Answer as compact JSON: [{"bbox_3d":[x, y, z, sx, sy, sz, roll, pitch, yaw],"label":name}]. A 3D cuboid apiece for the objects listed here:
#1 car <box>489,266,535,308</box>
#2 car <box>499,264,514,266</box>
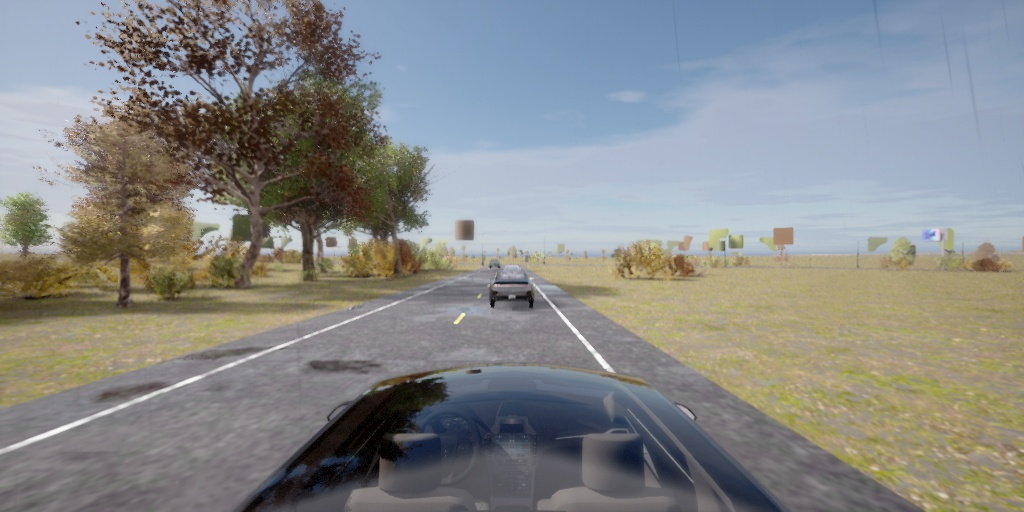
[{"bbox_3d":[0.001,1.374,16.152,2.128,1.511,4.902,0,0,0],"label":"car"},{"bbox_3d":[-0.003,1.542,31.234,1.812,1.442,4.674,0,0,0],"label":"car"}]
